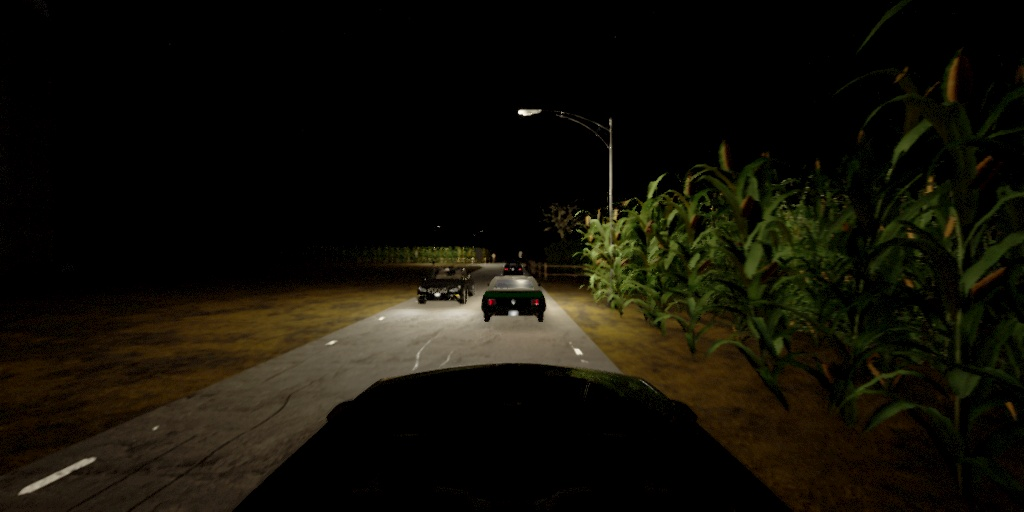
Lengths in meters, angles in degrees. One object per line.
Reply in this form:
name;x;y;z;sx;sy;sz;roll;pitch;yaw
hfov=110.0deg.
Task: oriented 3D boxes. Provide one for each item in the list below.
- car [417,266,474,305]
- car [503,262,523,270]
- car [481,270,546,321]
car;-2.807;1.232;15.999;1.837;1.490;4.892;0;0;0
car;0.092;1.241;34.468;2.033;1.411;5.357;0;0;0
car;0.064;1.332;12.355;1.895;1.301;4.718;0;0;0
